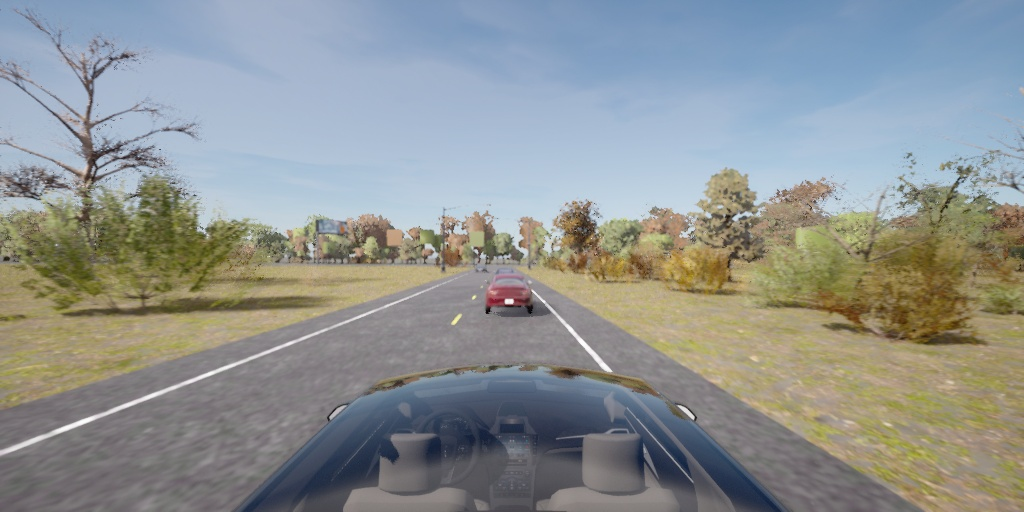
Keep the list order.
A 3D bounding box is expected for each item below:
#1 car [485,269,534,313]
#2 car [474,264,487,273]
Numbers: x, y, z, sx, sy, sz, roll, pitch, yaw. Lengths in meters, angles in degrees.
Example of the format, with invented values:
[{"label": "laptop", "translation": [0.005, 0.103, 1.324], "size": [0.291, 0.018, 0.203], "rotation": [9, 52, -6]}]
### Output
[{"label": "car", "translation": [-0.131, 1.444, 14.848], "size": [1.812, 1.442, 4.674], "rotation": [0, 0, -1]}, {"label": "car", "translation": [-5.034, 1.973, 58.477], "size": [1.812, 1.442, 4.674], "rotation": [0, -1, -1]}]
